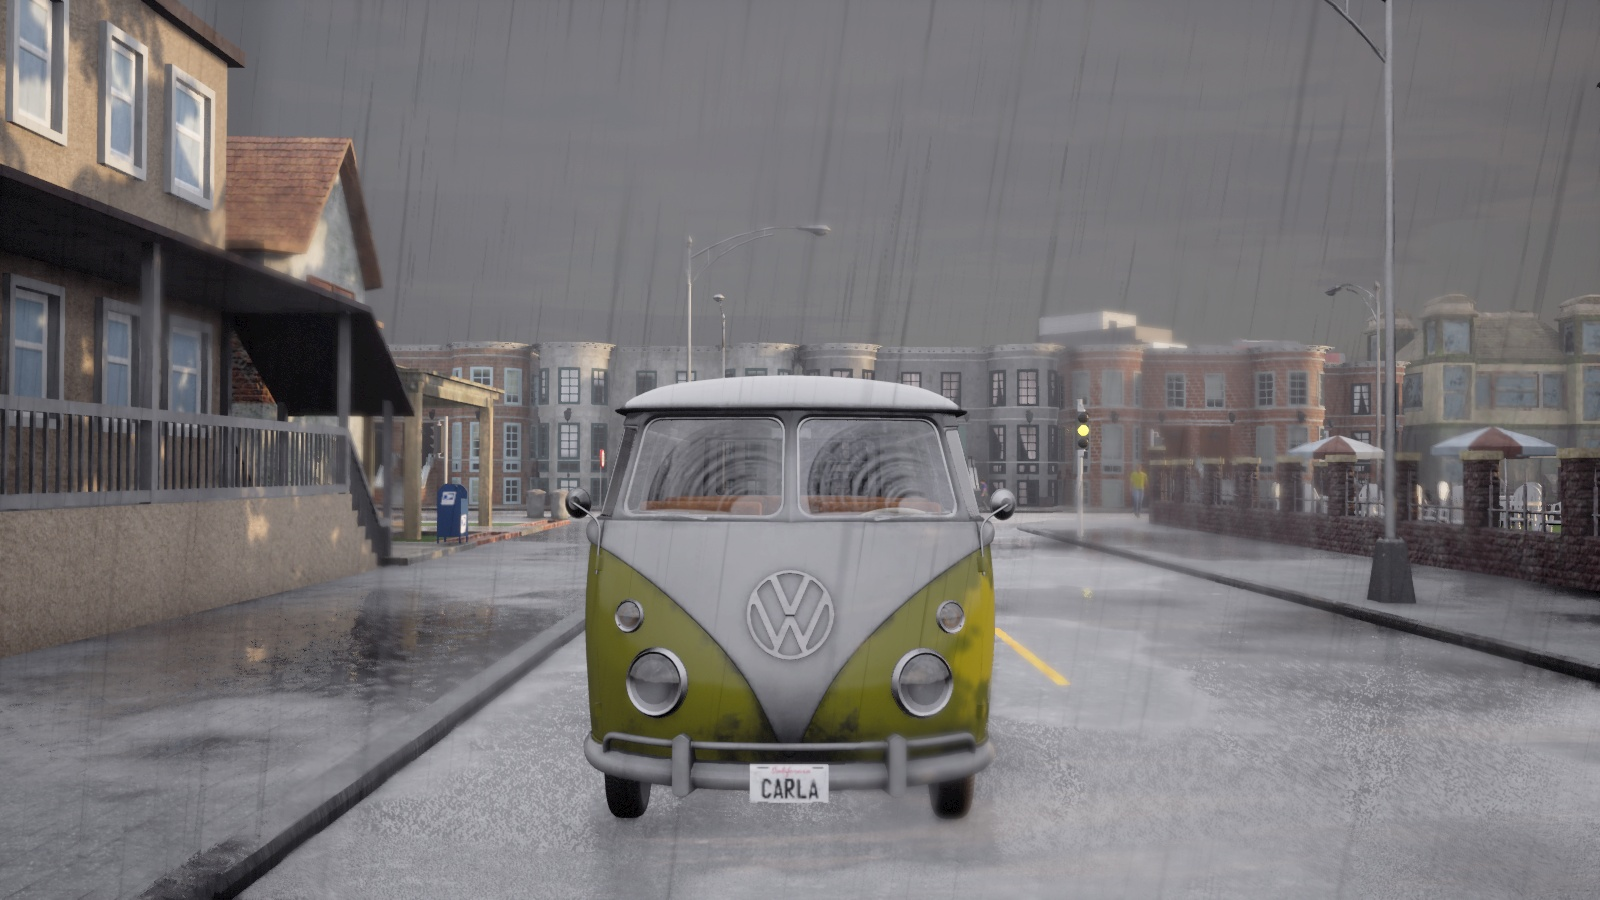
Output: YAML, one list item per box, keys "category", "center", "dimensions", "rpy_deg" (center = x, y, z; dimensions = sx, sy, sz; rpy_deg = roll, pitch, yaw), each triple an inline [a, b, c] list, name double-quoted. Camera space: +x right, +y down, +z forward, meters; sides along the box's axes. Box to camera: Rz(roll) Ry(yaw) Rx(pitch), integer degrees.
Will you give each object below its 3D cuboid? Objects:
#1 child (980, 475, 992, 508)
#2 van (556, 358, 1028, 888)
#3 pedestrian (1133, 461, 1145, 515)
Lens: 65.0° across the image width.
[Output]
- category: "child"
  center: [7.145, 1.583, 48.195]
  dimensions: [0.437, 1.263, 0.270]
  rpy_deg: [0, -1, 13]
- category: "van"
  center: [-0.043, 0.684, 6.958]
  dimensions: [1.775, 1.987, 4.442]
  rpy_deg: [0, -1, 0]
- category: "pedestrian"
  center: [11.602, 1.284, 42.984]
  dimensions: [0.354, 1.836, 0.706]
  rpy_deg: [0, -1, 13]
